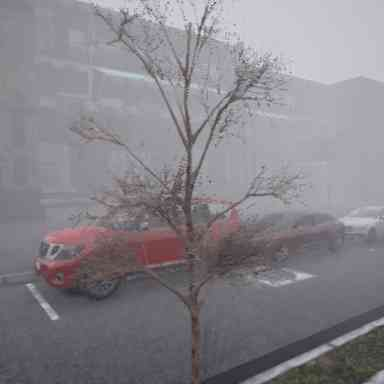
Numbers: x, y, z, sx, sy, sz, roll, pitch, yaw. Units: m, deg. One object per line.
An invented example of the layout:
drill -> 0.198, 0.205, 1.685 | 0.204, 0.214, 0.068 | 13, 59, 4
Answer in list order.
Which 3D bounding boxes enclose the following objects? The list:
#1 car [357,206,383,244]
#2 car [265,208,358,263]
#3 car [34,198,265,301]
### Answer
car -> 8.080, 1.391, 15.103 | 4.674, 1.452, 2.002 | -1, 0, -35
car -> 3.518, 1.433, 11.891 | 4.792, 1.488, 2.163 | -1, 0, -35
car -> -1.019, 1.199, 8.699 | 5.566, 2.045, 2.435 | -1, 0, -35
